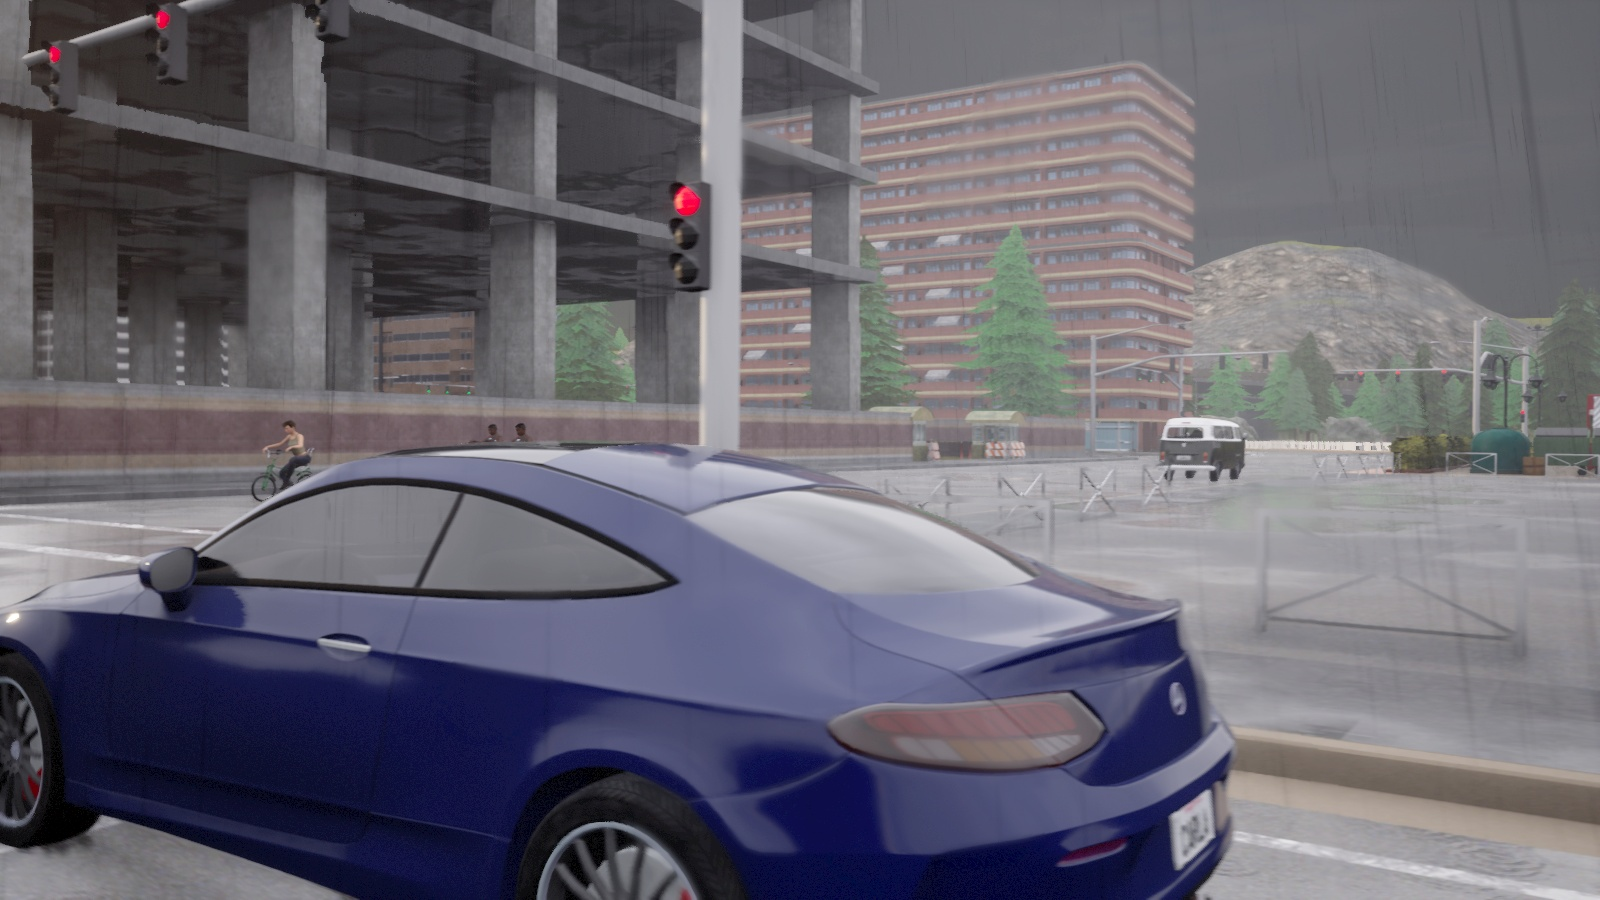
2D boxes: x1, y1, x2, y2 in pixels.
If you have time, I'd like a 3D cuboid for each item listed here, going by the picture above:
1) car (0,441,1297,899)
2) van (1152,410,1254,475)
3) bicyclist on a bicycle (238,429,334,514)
[{"bbox_3d":[-0.974,0.712,4.272,4.674,1.442,1.812,0,1,34],"label":"car"},{"bbox_3d":[13.361,-0.269,41.478,2.069,2.038,4.480,0,1,33],"label":"van"},{"bbox_3d":[-10.160,0.401,24.873,0.866,1.612,1.509,0,1,34],"label":"bicyclist on a bicycle"}]
